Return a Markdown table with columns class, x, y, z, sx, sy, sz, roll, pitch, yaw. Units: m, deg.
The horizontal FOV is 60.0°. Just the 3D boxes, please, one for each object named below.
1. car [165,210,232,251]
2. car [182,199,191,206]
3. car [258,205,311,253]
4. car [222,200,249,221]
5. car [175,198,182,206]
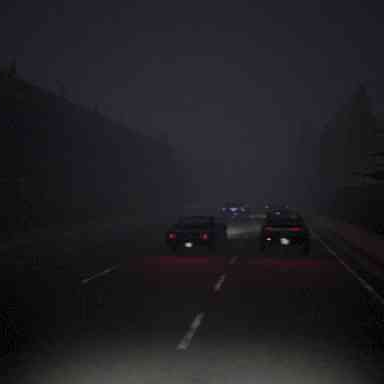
| class | x | y | z | sx | sy | sz | roll | pitch | yaw |
| --- | --- | --- | --- | --- | --- | --- | --- | --- | --- |
| car | 0.392 | 1.703 | 14.683 | 1.895 | 1.301 | 4.718 | -1 | 0 | 14 |
| car | -2.563 | 1.996 | 66.608 | 5.008 | 1.535 | 1.882 | -1 | -1 | 36 |
| car | 3.843 | 1.545 | 14.063 | 2.128 | 1.511 | 4.902 | -1 | 0 | 14 |
| car | 3.876 | 1.512 | 29.246 | 2.097 | 1.767 | 4.553 | -1 | -1 | 14 |
| car | -4.836 | 2.128 | 63.949 | 4.718 | 1.301 | 1.895 | -1 | -1 | 35 |
